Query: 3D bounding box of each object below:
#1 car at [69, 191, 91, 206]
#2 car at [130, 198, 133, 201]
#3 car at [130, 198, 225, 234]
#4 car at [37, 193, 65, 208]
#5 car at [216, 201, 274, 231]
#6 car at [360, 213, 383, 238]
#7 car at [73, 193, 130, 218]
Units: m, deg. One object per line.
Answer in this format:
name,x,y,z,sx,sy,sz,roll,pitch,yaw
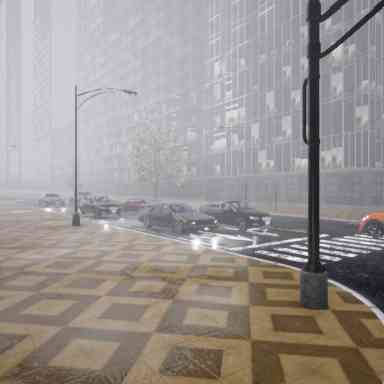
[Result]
car,-12.060,0.686,37.169,2.097,1.767,4.553,0,1,-38
car,-4.066,1.174,26.932,1.895,1.301,4.718,0,1,-38
car,-0.953,1.292,17.700,2.033,1.411,5.357,0,1,-38
car,-15.209,0.847,35.924,1.812,1.442,4.674,0,1,-38
car,2.330,1.254,18.784,2.128,1.511,4.902,0,1,-38
car,9.965,1.267,14.651,2.097,1.767,4.553,0,2,-38
car,-7.027,1.056,25.442,2.128,1.511,4.902,0,1,-38
